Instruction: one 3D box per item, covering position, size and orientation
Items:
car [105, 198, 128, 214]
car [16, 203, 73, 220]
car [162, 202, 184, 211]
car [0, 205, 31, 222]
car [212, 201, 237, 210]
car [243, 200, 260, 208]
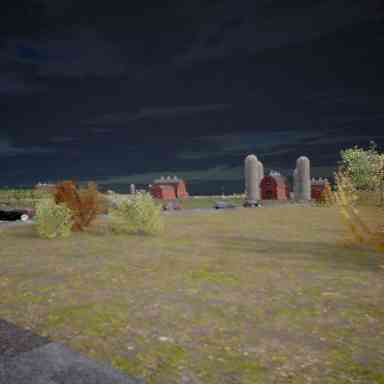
[{"bbox_3d":[-8.995,1.733,41.834,2.150,2.045,5.566,-2,-2,36],"label":"car"},{"bbox_3d":[-14.816,1.880,33.752,1.882,1.535,5.008,-2,-1,36],"label":"car"},{"bbox_3d":[-3.093,2.185,50.009,1.994,1.385,4.181,-2,-2,36],"label":"car"},{"bbox_3d":[-15.388,1.733,26.571,1.882,1.535,5.008,-3,-2,31],"label":"car"},{"bbox_3d":[5.460,2.197,55.691,2.033,1.411,5.357,-2,-2,37],"label":"car"},{"bbox_3d":[11.561,2.271,64.224,1.837,1.490,4.892,-2,-2,36],"label":"car"}]
